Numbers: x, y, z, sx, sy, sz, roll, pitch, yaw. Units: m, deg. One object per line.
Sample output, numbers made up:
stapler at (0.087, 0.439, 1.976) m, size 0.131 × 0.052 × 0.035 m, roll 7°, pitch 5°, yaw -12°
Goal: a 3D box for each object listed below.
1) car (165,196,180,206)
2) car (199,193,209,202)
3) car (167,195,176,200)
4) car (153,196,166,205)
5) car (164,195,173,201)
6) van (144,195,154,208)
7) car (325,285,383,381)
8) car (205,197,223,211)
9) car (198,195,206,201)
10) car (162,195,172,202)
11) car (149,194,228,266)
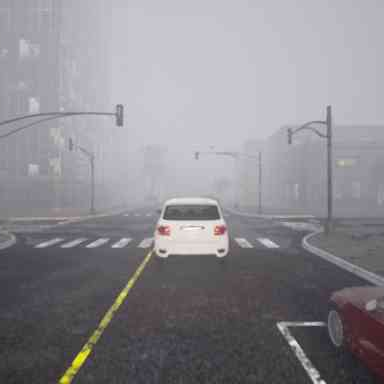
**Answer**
car at (-3.082, 1.447, 54.631) m, size 2.128 × 1.511 × 4.902 m, roll 0°, pitch 0°, yaw 0°
car at (2.692, 1.252, 75.296) m, size 2.192 × 1.841 × 5.009 m, roll 1°, pitch 0°, yaw 0°
car at (-5.695, 1.471, 92.277) m, size 2.008 × 1.369 × 4.403 m, roll 1°, pitch 0°, yaw 0°
car at (-5.688, 1.478, 58.064) m, size 1.752 × 1.417 × 4.829 m, roll 1°, pitch 0°, yaw 0°
car at (-5.693, 1.497, 80.930) m, size 1.947 × 1.339 × 4.313 m, roll 1°, pitch 0°, yaw 0°
van at (-5.683, 1.303, 46.885) m, size 1.690 × 1.788 × 3.998 m, roll 1°, pitch 0°, yaw 0°
car at (2.826, 1.580, 3.289) m, size 1.802 × 1.307 × 4.206 m, roll 1°, pitch 0°, yaw 0°
car at (2.697, 1.408, 41.252) m, size 1.967 × 1.590 × 4.097 m, roll 1°, pitch 0°, yaw 0°
car at (2.685, 1.492, 86.644) m, size 1.947 × 1.339 × 4.313 m, roll 1°, pitch 0°, yaw 0°
car at (-5.692, 1.502, 75.256) m, size 1.947 × 1.339 × 4.313 m, roll 1°, pitch 0°, yaw 0°
car at (-0.107, 1.214, 11.651) m, size 2.150 × 2.045 × 5.566 m, roll 0°, pitch 0°, yaw -2°
